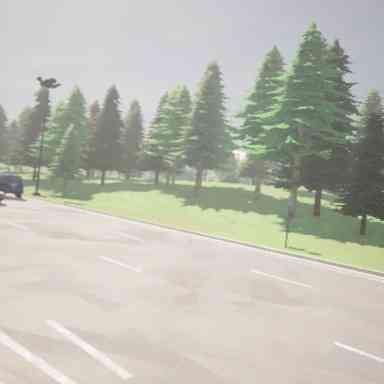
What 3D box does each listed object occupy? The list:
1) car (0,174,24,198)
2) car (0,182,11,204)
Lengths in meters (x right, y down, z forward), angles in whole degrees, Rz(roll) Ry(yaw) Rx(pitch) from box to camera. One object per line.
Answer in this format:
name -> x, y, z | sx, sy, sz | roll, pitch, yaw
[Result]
car -> -17.215, -0.655, 30.079 | 5.566, 2.045, 2.150 | 7, 0, 40
car -> -14.948, 0.000, 23.436 | 4.718, 1.301, 1.895 | 7, 0, 41
